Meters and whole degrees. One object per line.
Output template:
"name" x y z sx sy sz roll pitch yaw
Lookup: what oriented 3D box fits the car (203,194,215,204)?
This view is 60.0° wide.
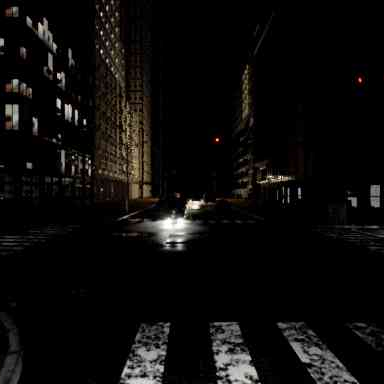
"car" 3.585 1.313 63.854 2.192 1.841 5.009 0 0 0

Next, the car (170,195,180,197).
"car" -1.676 1.538 43.357 1.812 1.442 4.674 0 0 -1

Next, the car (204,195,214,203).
"car" 3.544 1.432 69.382 1.967 1.590 4.097 0 0 0

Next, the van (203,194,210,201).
"van" 3.463 1.321 80.437 1.690 1.788 3.998 0 0 0

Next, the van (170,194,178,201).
"van" -4.417 1.321 80.379 1.690 1.788 3.998 0 0 0

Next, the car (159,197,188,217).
"car" -1.607 1.509 31.969 2.128 1.511 4.902 0 0 0

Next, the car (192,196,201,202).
"car" 0.964 1.512 73.185 1.812 1.442 4.674 0 0 0

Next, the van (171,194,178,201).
"van" -4.458 1.315 85.906 1.690 1.788 3.998 0 0 0

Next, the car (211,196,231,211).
"car" 3.797 1.579 41.746 1.947 1.339 4.313 0 0 0

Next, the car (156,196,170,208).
"car" -4.173 1.592 47.214 1.802 1.307 4.206 0 0 0

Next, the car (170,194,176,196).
"car" -4.295 1.564 63.796 1.947 1.339 4.313 0 0 0
